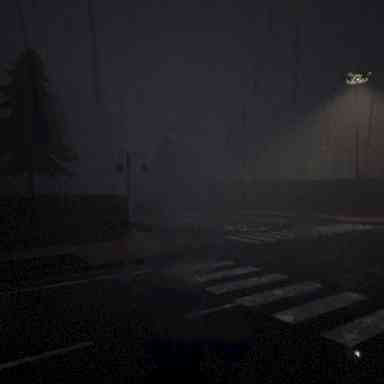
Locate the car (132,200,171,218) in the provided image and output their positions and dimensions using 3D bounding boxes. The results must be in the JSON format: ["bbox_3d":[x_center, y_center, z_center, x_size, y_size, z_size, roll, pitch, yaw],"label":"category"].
[{"bbox_3d":[-3.683,1.439,29.727,2.128,1.511,4.902,0,0,-35],"label":"car"}]
